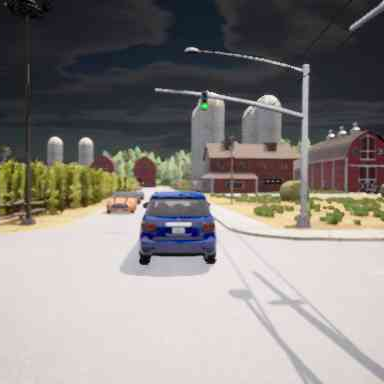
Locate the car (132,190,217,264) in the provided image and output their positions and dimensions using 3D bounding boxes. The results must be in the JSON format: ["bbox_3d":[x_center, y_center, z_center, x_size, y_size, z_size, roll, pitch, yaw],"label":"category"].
[{"bbox_3d":[-0.496,0.983,11.049,2.150,2.045,5.566,0,2,-3],"label":"car"}]

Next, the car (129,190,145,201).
[{"bbox_3d":[-7.538,0.396,45.992,1.994,1.385,4.181,0,1,-6],"label":"car"}]

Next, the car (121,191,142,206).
[{"bbox_3d":[-6.487,0.654,36.007,1.994,1.385,4.181,0,1,-7],"label":"car"}]

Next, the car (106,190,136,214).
[{"bbox_3d":[-5.463,0.693,26.323,2.097,1.767,4.553,0,1,-6],"label":"car"}]

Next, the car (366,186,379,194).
[{"bbox_3d":[40.869,-0.440,75.170,1.905,1.878,3.866,9,9,40],"label":"car"}]
